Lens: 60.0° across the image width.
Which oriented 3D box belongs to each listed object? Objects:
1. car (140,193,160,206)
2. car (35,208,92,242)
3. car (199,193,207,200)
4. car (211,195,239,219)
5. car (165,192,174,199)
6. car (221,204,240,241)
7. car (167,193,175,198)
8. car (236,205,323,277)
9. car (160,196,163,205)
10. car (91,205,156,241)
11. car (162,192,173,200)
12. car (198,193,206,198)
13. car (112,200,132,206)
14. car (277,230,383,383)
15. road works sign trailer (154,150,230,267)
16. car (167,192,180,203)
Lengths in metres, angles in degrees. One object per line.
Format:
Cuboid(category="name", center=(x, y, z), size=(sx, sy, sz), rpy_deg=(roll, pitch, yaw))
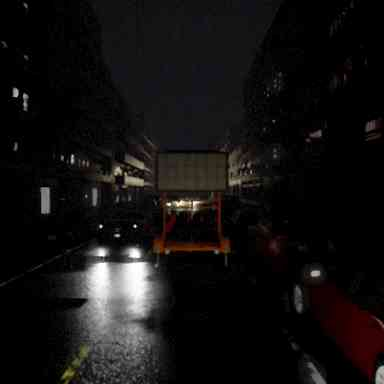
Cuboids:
Cuboid(category="car", center=(-5.688, 1.166, 43.852), size=(1.967, 1.590, 4.097), rpy_deg=(0, 0, 0))
Cuboid(category="car", center=(-5.689, 1.470, 15.669), size=(1.947, 1.339, 4.313), rpy_deg=(0, 0, 0))
Cuboid(category="car", center=(2.694, 1.031, 77.835), size=(1.752, 1.417, 4.829), rpy_deg=(0, 0, 0))
Cuboid(category="car", center=(2.694, 1.148, 26.938), size=(2.192, 1.841, 5.009), rpy_deg=(0, 0, 0))
Cuboid(category="car", center=(-5.686, 0.910, 83.305), size=(1.967, 1.590, 4.097), rpy_deg=(0, 0, 0))
Cuboid(category="car", center=(2.692, 1.455, 15.666), size=(2.008, 1.369, 4.403), rpy_deg=(0, 0, 0))
Cuboid(category="car", center=(-5.686, 0.977, 88.943), size=(1.887, 1.381, 4.507), rpy_deg=(0, 0, 0))
Cuboid(category="car", center=(2.692, 1.379, 10.030), size=(1.967, 1.590, 4.097), rpy_deg=(0, 0, 0))
Cuboid(category="car", center=(-5.687, 1.005, 49.487), size=(2.192, 1.841, 5.009), rpy_deg=(0, 0, 0))
Cuboid(category="car", center=(-3.101, 1.502, 16.093), size=(1.895, 1.301, 4.718), rpy_deg=(0, 0, 0))
Cuboid(category="car", center=(-5.686, 0.822, 77.668), size=(2.192, 1.841, 5.009), rpy_deg=(0, 0, 0))
Cuboid(category="car", center=(2.694, 0.977, 88.938), size=(1.887, 1.381, 4.507), rpy_deg=(0, 0, 0))
Cuboid(category="car", center=(-5.688, 1.360, 26.772), size=(1.752, 1.417, 4.829), rpy_deg=(0, 0, 0))
Cuboid(category="car", center=(2.692, 1.517, 4.394), size=(1.887, 1.381, 4.507), rpy_deg=(0, 0, 0))
Cuboid(category="road works sign trailer", center=(0.000, 0.396, 11.156), size=(2.380, 3.560, 2.880), rpy_deg=(0, 0, 0))
Cuboid(category="car", center=(-3.062, 1.163, 57.666), size=(1.812, 1.442, 4.674), rpy_deg=(0, 0, 0))
